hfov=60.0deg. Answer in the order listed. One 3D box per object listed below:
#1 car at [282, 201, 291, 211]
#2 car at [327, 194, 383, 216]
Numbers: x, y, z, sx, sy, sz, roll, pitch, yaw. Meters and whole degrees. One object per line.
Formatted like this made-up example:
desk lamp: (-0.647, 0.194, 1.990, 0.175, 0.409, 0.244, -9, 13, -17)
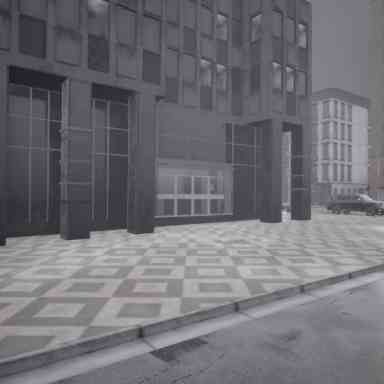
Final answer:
car: (9.964, 1.497, 39.999, 1.812, 1.442, 4.674, 1, 0, -36)
car: (15.793, 1.190, 31.880, 2.150, 2.045, 5.566, 1, -1, -36)
